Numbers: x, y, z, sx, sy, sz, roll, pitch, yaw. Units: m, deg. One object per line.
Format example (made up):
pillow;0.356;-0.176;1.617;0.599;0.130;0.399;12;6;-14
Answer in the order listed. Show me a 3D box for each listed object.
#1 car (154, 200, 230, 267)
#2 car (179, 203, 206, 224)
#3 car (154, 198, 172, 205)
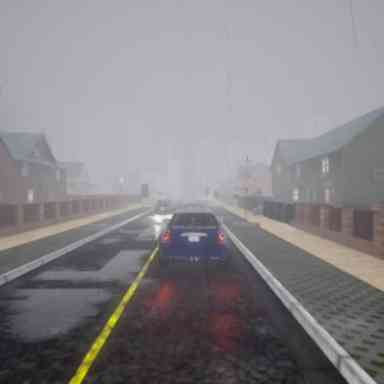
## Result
car;0.072;1.327;11.473;2.097;1.767;4.553;0;0;0
car;0.075;1.548;25.491;1.895;1.301;4.718;0;0;0
car;-2.804;1.422;34.335;2.128;1.511;4.902;0;0;0
